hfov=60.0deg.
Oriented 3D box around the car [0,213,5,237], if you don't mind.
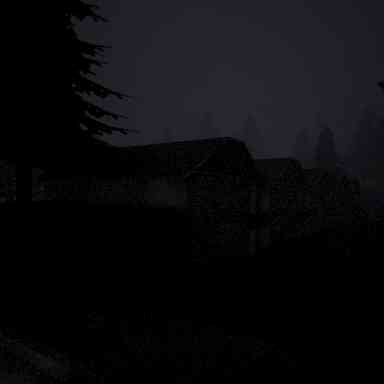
[{"bbox_3d":[-9.946,1.726,19.784,2.128,1.511,4.902,1,-1,37],"label":"car"}]
